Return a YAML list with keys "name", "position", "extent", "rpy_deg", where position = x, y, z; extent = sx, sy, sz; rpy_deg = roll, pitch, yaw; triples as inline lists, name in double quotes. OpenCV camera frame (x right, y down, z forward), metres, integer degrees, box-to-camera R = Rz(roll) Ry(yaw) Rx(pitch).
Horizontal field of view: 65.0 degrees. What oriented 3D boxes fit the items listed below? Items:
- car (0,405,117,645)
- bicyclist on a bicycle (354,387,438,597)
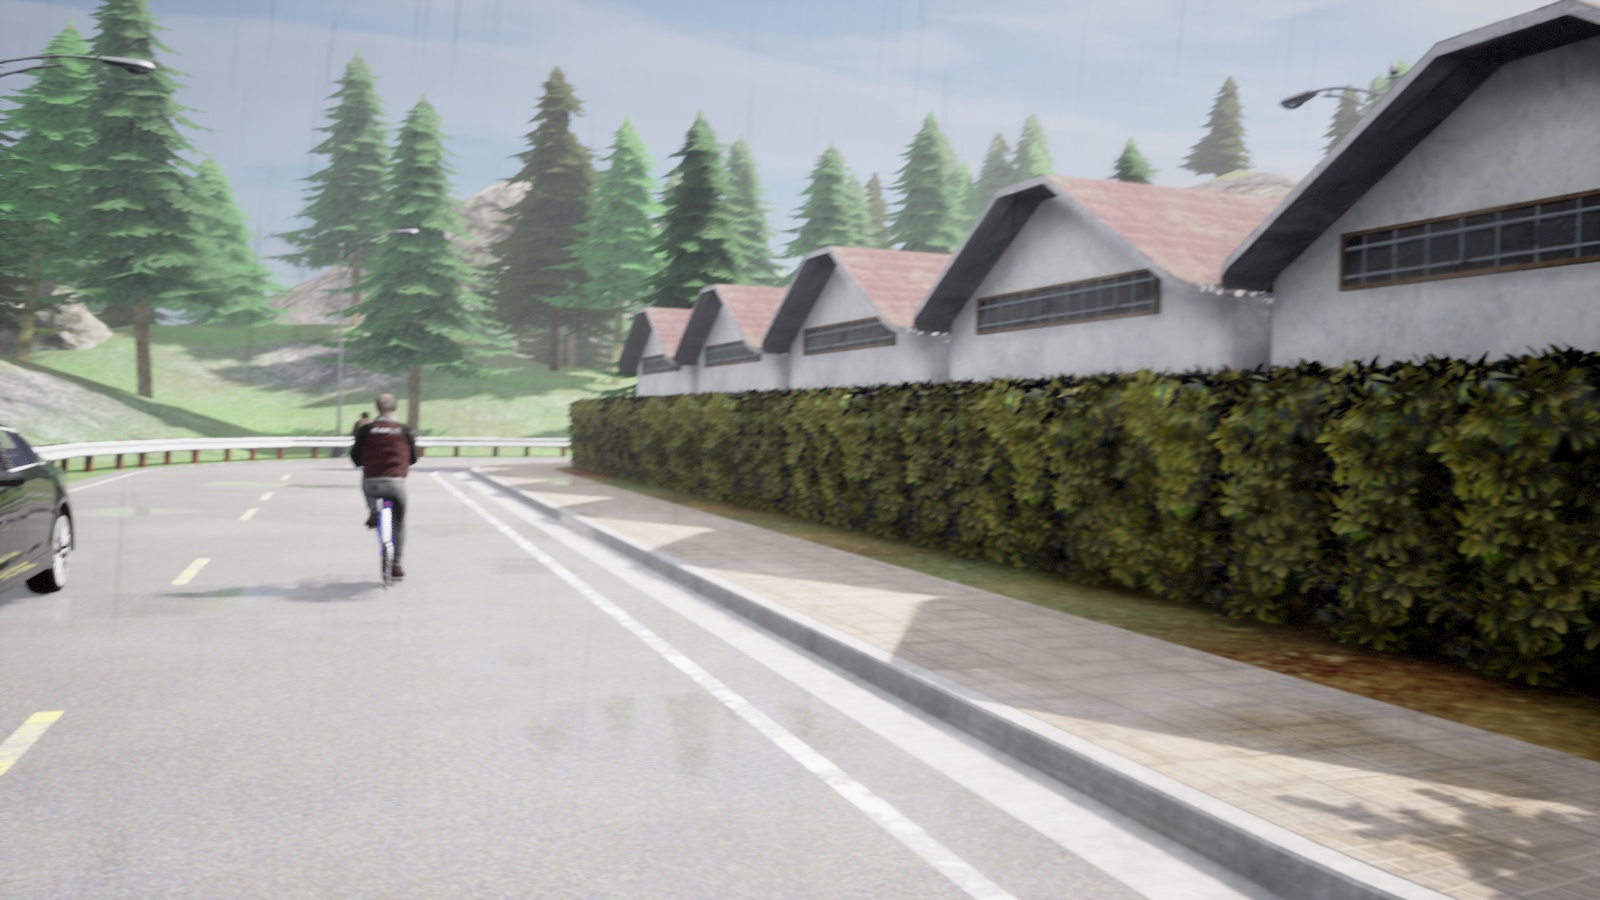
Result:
- name: "car"
  position: [-6.570, 0.422, 9.047]
  extent: [2.128, 1.511, 4.902]
  rpy_deg: [1, 2, -19]
- name: "bicyclist on a bicycle"
  position: [-3.744, 0.330, 11.576]
  extent: [0.659, 1.776, 1.843]
  rpy_deg: [1, 2, -19]
